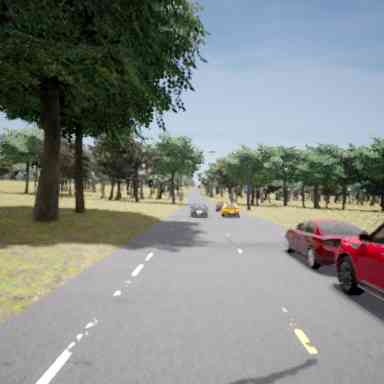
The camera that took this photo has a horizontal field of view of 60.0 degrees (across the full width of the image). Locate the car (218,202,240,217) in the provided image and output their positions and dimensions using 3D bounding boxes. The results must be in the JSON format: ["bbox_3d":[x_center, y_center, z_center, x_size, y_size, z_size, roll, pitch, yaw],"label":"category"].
[{"bbox_3d":[4.425,2.067,38.923,1.882,1.535,5.008,1,-2,2],"label":"car"}]

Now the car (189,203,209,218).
[{"bbox_3d":[0.791,1.956,36.098,2.128,1.511,4.902,1,-1,1],"label":"car"}]

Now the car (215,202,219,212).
[{"bbox_3d":[4.607,2.301,51.247,1.812,1.442,4.674,1,-1,1],"label":"car"}]

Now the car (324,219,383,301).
[{"bbox_3d":[4.620,1.390,6.052,2.150,2.045,5.566,1,-1,1],"label":"car"}]

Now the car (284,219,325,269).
[{"bbox_3d":[4.762,1.715,12.021,1.882,1.535,5.008,1,-1,1],"label":"car"}]
